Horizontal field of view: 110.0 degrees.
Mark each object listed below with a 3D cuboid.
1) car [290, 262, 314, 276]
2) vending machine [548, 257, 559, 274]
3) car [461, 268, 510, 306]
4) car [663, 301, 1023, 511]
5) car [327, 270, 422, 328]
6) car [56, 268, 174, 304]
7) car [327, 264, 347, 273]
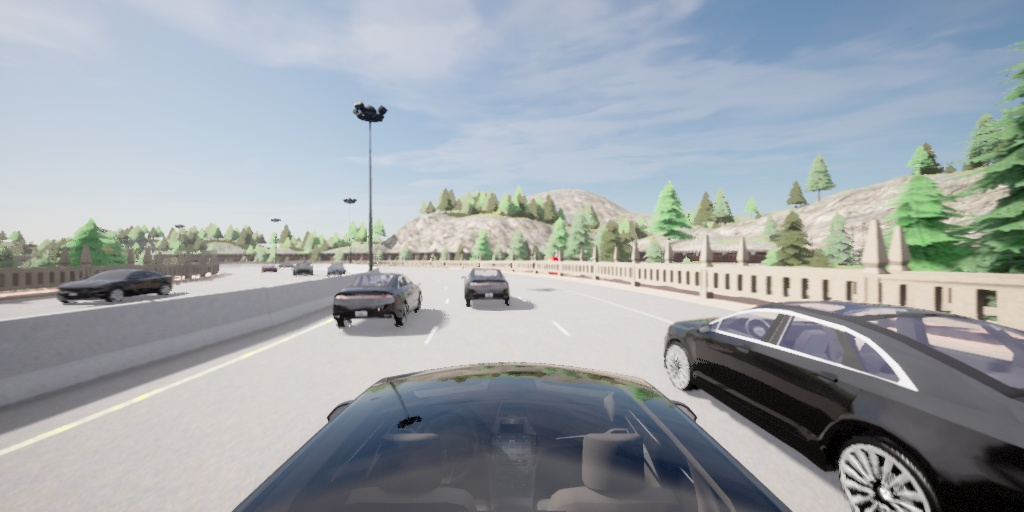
[{"bbox_3d":[-25.135,1.496,43.319,2.097,1.767,4.553,0,0,-29],"label":"car"},{"bbox_3d":[4.597,1.075,39.583,1.100,2.100,0.880,0,0,-20],"label":"vending machine"},{"bbox_3d":[-1.232,1.304,16.182,2.128,1.511,4.902,0,0,-8],"label":"car"},{"bbox_3d":[3.389,1.233,3.873,2.128,1.511,4.902,0,0,-1],"label":"car"},{"bbox_3d":[-4.148,1.300,11.705,2.128,1.511,4.902,0,0,-6],"label":"car"},{"bbox_3d":[-19.444,1.405,17.892,1.882,1.535,5.008,0,0,-12],"label":"car"},{"bbox_3d":[-20.146,1.610,41.315,1.812,1.442,4.674,0,-1,-26],"label":"car"}]
